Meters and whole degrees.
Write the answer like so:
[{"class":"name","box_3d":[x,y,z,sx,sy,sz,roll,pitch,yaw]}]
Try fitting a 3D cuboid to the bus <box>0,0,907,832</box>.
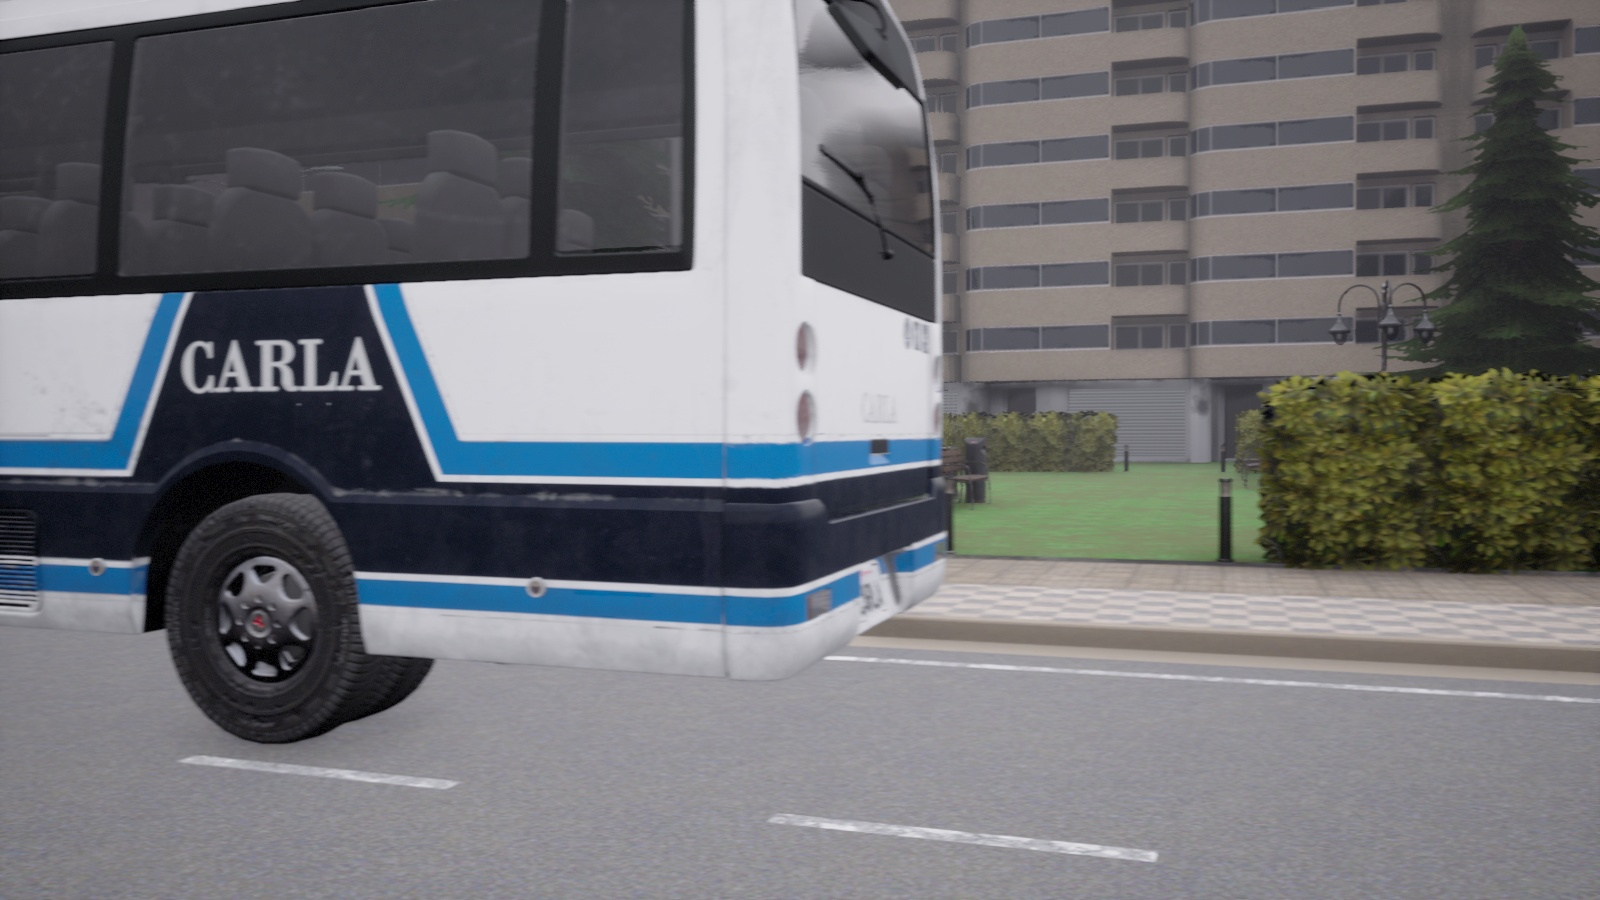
[{"class":"bus","box_3d":[-4.774,-0.704,8.471,10.273,4.253,3.944,1,1,19]}]
